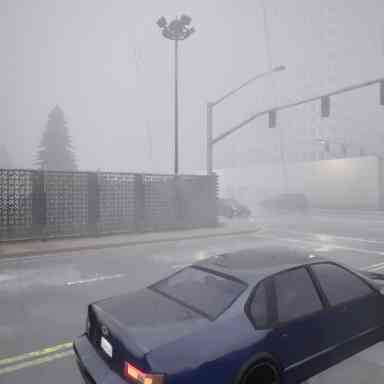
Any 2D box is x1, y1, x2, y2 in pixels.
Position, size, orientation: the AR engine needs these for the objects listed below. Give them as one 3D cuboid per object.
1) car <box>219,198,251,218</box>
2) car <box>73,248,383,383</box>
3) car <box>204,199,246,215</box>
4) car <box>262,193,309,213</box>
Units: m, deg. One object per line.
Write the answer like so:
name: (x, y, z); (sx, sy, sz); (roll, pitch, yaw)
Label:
car: (3.033, 1.297, 29.120); (2.097, 1.767, 4.553); (0, 0, -35)
car: (1.228, 1.547, 4.674); (5.357, 1.411, 2.033); (0, 0, -35)
car: (3.355, 1.470, 34.713); (1.812, 1.442, 4.674); (0, 0, -35)
car: (10.315, 1.166, 37.105); (2.150, 2.045, 5.566); (0, 0, -34)
